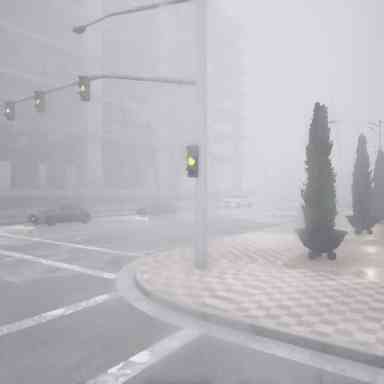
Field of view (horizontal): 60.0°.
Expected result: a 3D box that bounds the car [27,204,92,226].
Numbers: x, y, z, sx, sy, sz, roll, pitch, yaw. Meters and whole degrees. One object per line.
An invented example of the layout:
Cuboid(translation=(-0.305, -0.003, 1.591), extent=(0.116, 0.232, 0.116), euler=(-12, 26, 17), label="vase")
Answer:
Cuboid(translation=(-9.162, 1.563, 23.249), extent=(1.994, 1.385, 4.181), euler=(0, 0, 36), label="car")

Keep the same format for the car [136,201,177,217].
Cuboid(translation=(-3.297, 1.563, 31.349), extent=(1.994, 1.385, 4.181), euler=(0, 0, 36), label="car")

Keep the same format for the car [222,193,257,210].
Cuboid(translation=(6.091, 1.215, 44.283), extent=(2.150, 2.045, 5.566), euler=(0, 1, 36), label="car")
